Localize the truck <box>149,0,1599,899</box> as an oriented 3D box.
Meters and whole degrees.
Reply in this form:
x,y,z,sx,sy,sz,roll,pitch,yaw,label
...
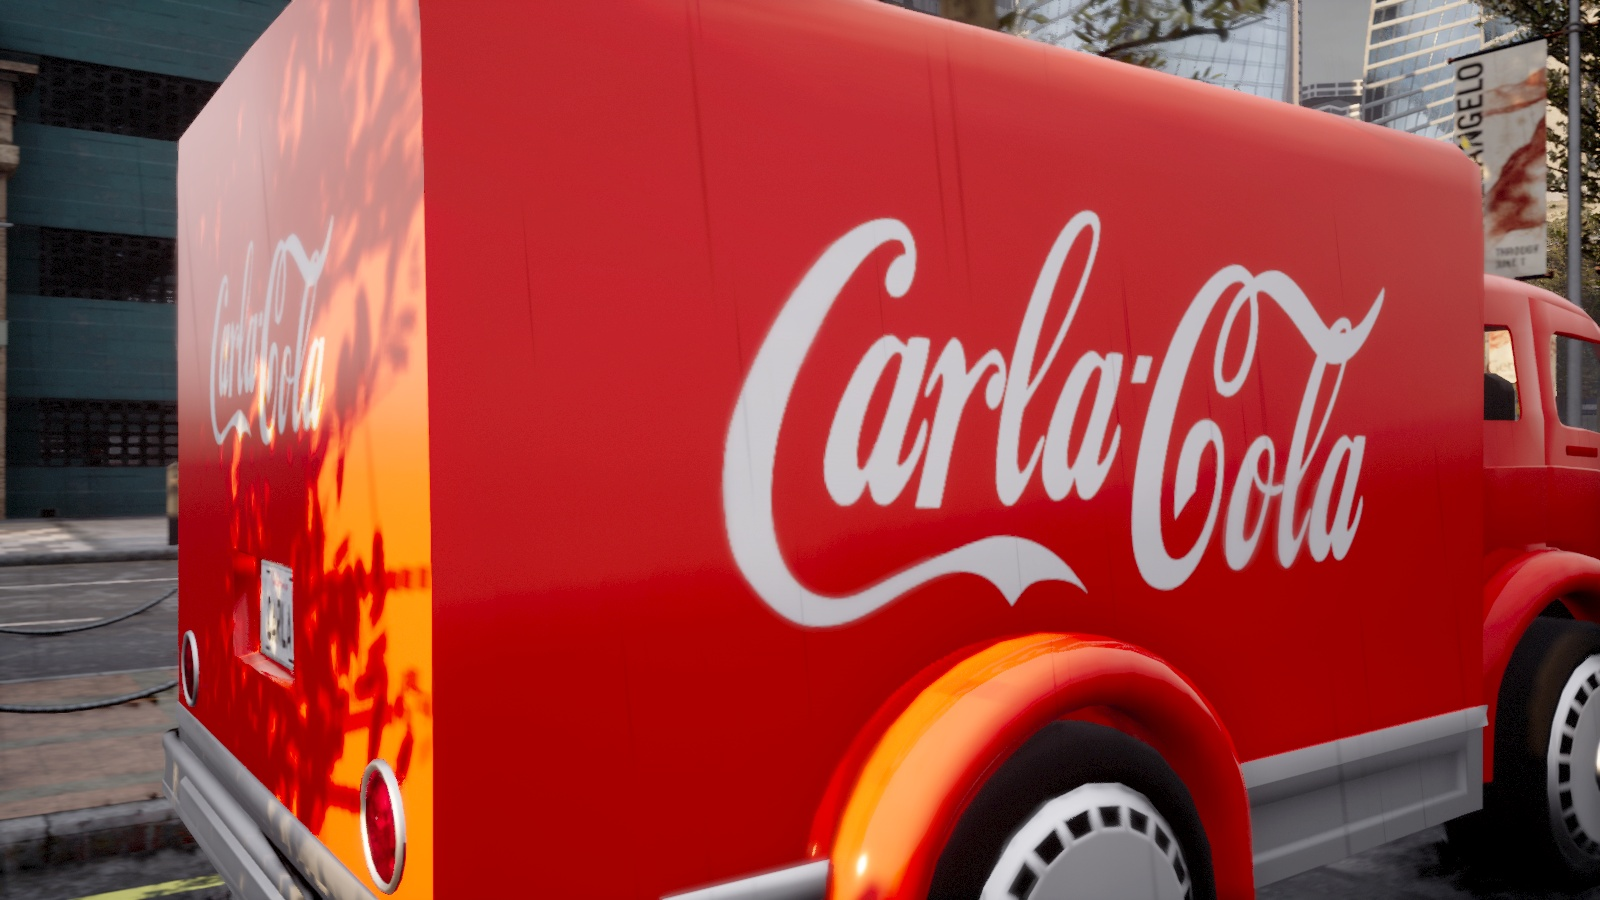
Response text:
x,y,z,sx,sy,sz,roll,pitch,yaw,label
0.884,0.268,4.273,5.204,2.467,2.627,0,0,-35,truck
